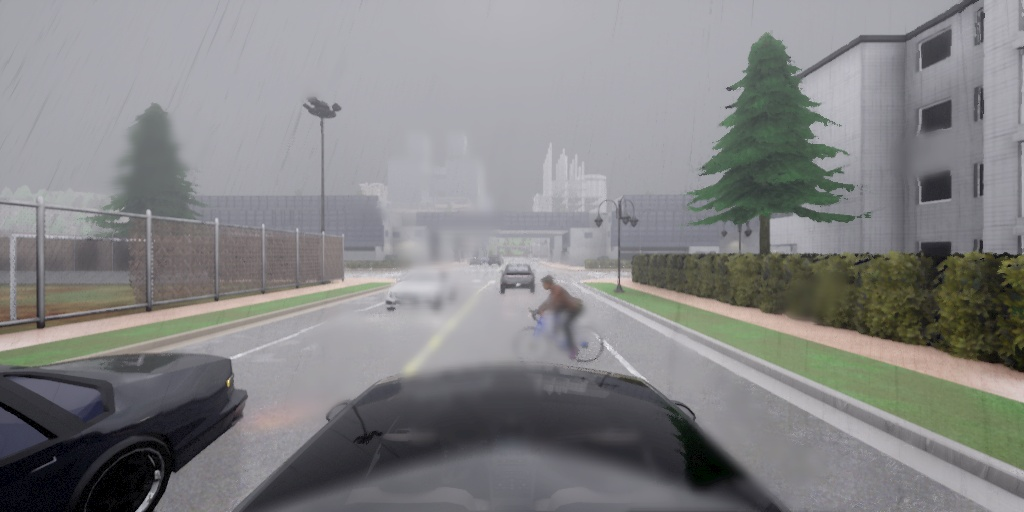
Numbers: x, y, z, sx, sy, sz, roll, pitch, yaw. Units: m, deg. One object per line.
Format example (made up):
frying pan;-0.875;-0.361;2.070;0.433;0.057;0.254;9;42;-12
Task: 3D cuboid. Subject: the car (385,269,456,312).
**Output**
car;-3.410;1.244;14.176;1.812;1.442;4.674;0;0;1

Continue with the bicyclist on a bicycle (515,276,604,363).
bicyclist on a bicycle;0.852;1.189;6.608;1.656;1.620;0.582;-2;0;1

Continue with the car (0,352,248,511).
car;-3.618;1.298;1.214;2.033;1.411;5.357;0;0;1

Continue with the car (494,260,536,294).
car;0.331;1.197;19.871;2.128;1.511;4.902;0;0;1
